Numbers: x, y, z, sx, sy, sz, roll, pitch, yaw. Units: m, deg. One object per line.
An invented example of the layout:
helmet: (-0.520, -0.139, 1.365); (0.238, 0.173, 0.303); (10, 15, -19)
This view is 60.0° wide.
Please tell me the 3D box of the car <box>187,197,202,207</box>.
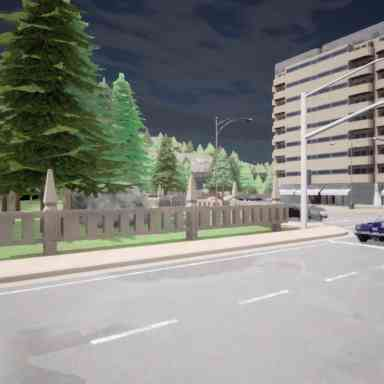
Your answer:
car: (0.273, 1.545, 52.071); (1.895, 1.301, 4.718); (0, 0, -5)

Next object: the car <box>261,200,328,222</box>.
car: (8.045, 1.437, 25.661); (2.128, 1.511, 4.902); (0, 0, -33)

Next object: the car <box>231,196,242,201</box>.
car: (9.239, 1.492, 67.906); (2.033, 1.411, 5.357); (0, 0, 20)

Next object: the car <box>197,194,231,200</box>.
car: (2.637, 1.422, 42.184); (1.882, 1.535, 5.008); (0, 0, -20)

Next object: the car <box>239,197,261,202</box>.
car: (7.452, 1.492, 32.785); (2.033, 1.411, 5.357); (0, 0, -33)

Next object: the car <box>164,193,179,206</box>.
car: (-3.352, 1.168, 55.407); (2.150, 2.045, 5.566); (0, 0, 0)

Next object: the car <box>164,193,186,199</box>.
car: (-1.873, 1.166, 44.871); (2.150, 2.045, 5.566); (0, 0, -14)

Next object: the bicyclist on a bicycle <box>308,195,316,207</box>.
bicyclist on a bicycle: (15.306, 1.245, 42.449); (1.656, 1.620, 0.582); (0, 0, -29)

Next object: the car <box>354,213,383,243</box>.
car: (9.284, 1.597, 14.886); (4.718, 1.301, 1.895); (0, 0, -35)

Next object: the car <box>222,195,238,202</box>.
car: (8.588, 1.469, 75.176); (1.812, 1.442, 4.674); (0, 0, 32)
